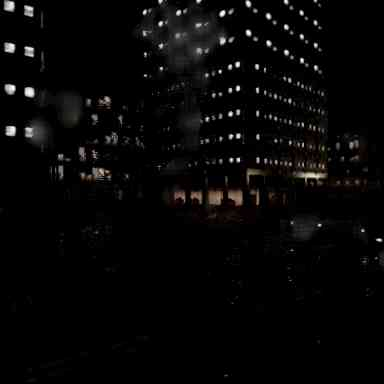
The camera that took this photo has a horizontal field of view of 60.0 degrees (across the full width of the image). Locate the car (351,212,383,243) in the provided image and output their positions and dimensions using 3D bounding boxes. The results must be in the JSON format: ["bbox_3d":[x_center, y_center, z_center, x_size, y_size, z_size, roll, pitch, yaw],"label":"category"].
[{"bbox_3d":[9.584,1.522,14.960,5.357,1.411,2.033,0,0,-38],"label":"car"}]

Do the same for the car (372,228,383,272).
[{"bbox_3d":[6.731,1.582,8.447,4.718,1.301,1.895,0,0,-37],"label":"car"}]

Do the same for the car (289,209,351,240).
[{"bbox_3d":[7.104,1.592,17.150,4.718,1.301,1.895,0,0,-38],"label":"car"}]
